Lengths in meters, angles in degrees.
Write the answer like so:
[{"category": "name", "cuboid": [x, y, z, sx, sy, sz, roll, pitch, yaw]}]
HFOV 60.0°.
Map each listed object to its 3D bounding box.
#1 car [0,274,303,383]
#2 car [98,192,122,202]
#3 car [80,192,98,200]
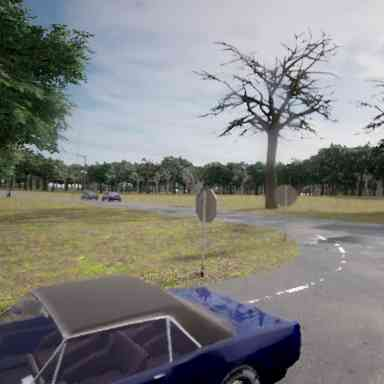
[{"category": "car", "cuboid": [-1.194, 1.606, 3.018, 4.718, 1.301, 1.895, 0, 0, -36]}, {"category": "car", "cuboid": [-12.490, 0.776, 51.762, 1.812, 1.442, 4.674, 2, -1, -35]}, {"category": "car", "cuboid": [-18.444, 0.748, 59.957, 2.033, 1.411, 5.357, 2, -1, -36]}]
